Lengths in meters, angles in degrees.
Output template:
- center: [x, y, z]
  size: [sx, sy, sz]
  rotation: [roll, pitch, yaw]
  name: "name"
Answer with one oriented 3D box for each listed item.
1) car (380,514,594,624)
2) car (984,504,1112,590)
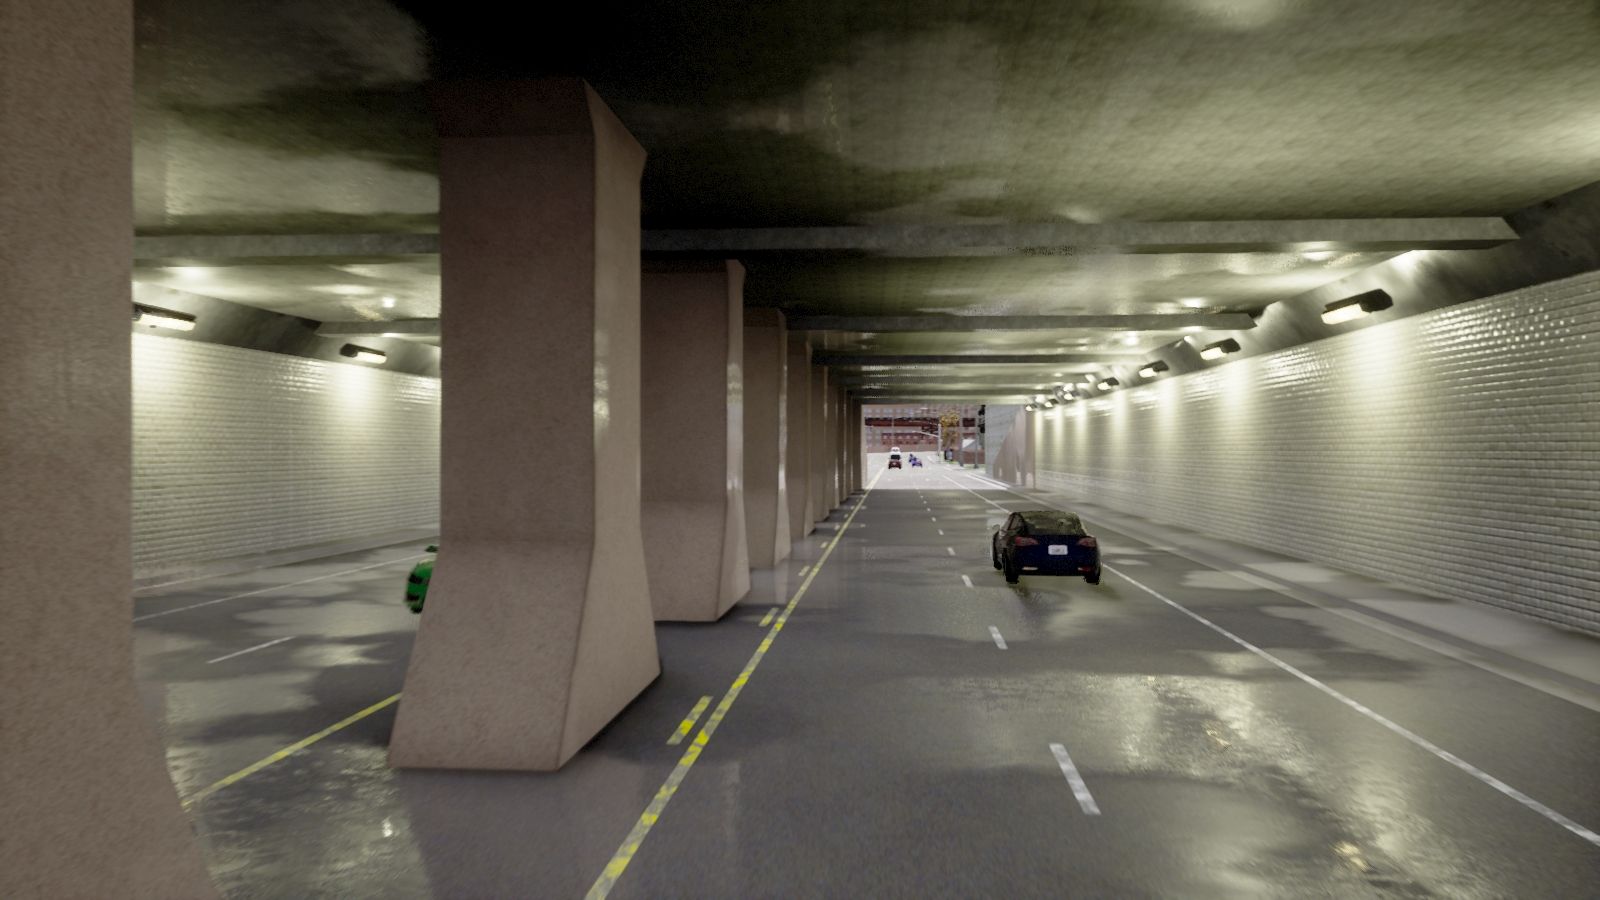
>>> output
- center: [-5.506, 2.060, 20.884]
  size: [2.231, 1.480, 4.892]
  rotation: [0, 0, 5]
  name: "car"
- center: [5.381, 2.063, 25.412]
  size: [2.163, 1.488, 4.792]
  rotation: [0, 0, 5]
  name: "car"
